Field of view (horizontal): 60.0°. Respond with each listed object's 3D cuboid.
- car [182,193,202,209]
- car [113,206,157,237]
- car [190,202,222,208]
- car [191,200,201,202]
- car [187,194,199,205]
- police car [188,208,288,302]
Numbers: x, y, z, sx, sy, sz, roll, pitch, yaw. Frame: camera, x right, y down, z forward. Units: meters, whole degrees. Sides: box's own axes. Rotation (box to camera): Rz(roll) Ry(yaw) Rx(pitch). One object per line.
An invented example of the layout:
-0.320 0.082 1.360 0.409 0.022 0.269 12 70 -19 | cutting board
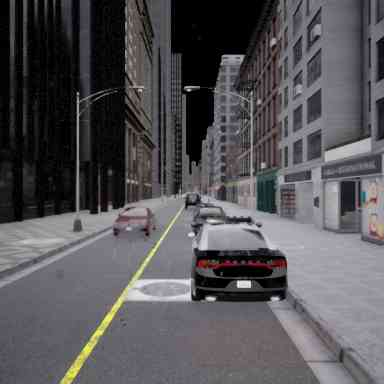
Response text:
0.162 1.209 45.124 2.150 2.045 5.566 0 0 0 | car
-3.026 1.526 18.342 1.812 1.442 4.674 0 0 0 | car
0.960 1.505 18.342 1.837 1.490 4.892 0 0 0 | car
0.982 1.525 24.341 1.812 1.442 4.674 0 0 0 | car
0.199 1.323 58.842 2.097 1.767 4.553 0 0 0 | car
0.927 1.425 8.451 1.930 1.638 5.238 0 0 0 | police car
